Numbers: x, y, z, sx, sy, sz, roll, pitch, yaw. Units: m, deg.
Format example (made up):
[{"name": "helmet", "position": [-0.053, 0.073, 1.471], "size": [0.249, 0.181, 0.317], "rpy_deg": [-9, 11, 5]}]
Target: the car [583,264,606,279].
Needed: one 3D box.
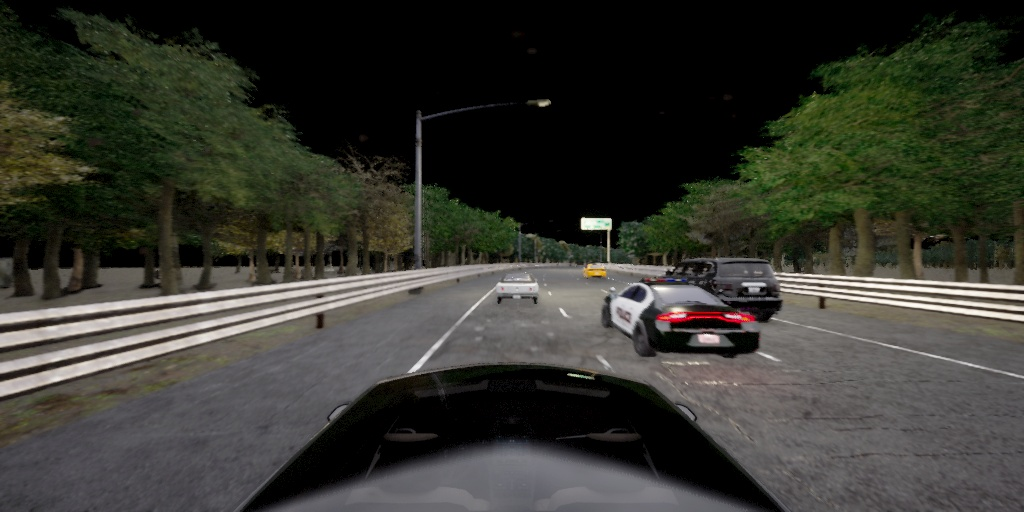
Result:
[{"name": "car", "position": [8.677, 1.624, 37.959], "size": [1.882, 1.535, 5.008], "rpy_deg": [0, -1, 5]}]

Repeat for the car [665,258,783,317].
[{"name": "car", "position": [7.162, 1.098, 13.133], "size": [2.150, 2.045, 5.566], "rpy_deg": [0, 0, 2]}]

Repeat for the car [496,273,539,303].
[{"name": "car", "position": [0.319, 1.486, 17.712], "size": [1.895, 1.301, 4.718], "rpy_deg": [0, -1, 2]}]

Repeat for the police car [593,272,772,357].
[{"name": "police car", "position": [3.613, 1.341, 8.892], "size": [2.038, 1.542, 4.974], "rpy_deg": [0, -1, 1]}]
